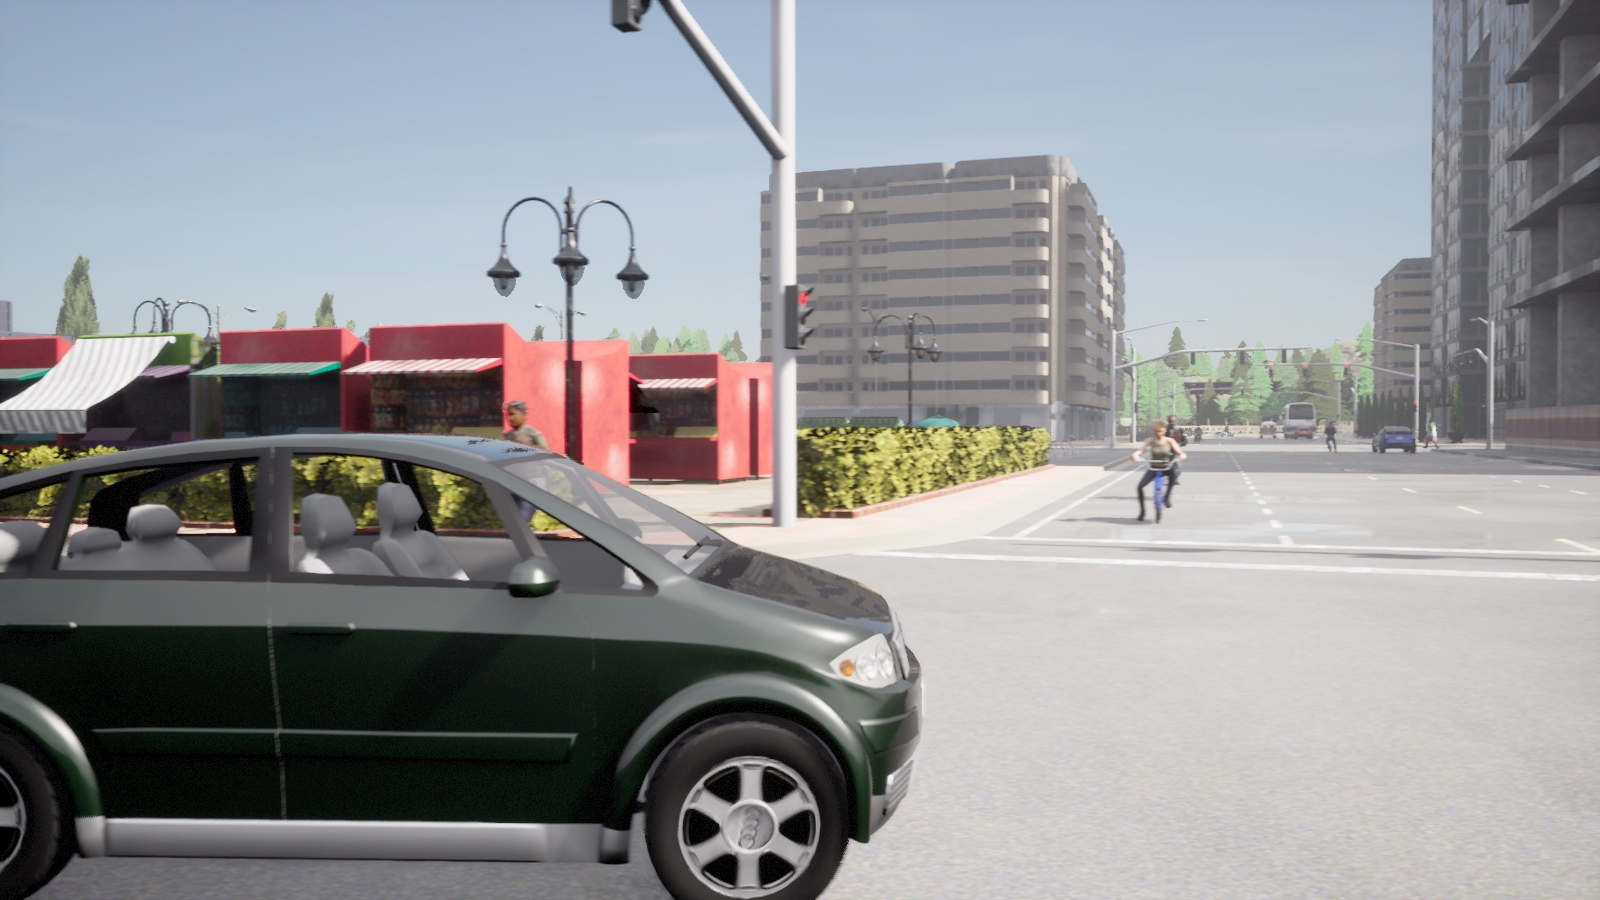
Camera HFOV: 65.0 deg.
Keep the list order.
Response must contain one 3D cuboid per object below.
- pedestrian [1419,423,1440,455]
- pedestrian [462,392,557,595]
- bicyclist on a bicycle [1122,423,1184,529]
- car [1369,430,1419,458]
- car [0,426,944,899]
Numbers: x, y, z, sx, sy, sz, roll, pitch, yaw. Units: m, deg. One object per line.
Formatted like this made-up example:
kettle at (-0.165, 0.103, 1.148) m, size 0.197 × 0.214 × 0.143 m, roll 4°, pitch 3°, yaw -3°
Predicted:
pedestrian at (37.930, -0.674, 75.692) m, size 0.659 × 1.952 × 0.873 m, roll 0°, pitch 1°, yaw -28°
pedestrian at (-2.677, 0.378, 11.620) m, size 0.328 × 1.805 × 0.869 m, roll 1°, pitch 1°, yaw 34°
bicyclist on a bicycle at (5.632, 0.385, 19.972) m, size 0.866 × 1.612 × 1.509 m, roll 1°, pitch 1°, yaw 18°
car at (33.289, -0.376, 70.505) m, size 2.007 × 1.525 × 4.514 m, roll 1°, pitch 1°, yaw 18°
car at (-1.391, 0.703, 4.773) m, size 3.705 × 1.549 × 1.789 m, roll 0°, pitch 1°, yaw 2°
